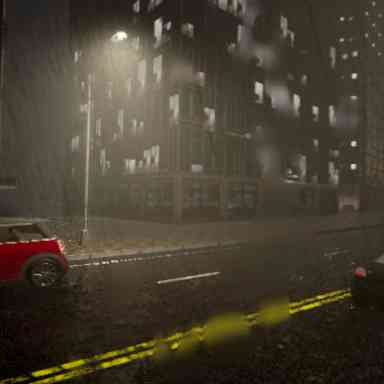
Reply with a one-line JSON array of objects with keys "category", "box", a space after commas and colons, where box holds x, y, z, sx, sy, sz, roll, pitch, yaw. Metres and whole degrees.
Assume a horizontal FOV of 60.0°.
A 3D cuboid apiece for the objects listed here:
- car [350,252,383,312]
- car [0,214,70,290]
[{"category": "car", "box": [5.168, 1.691, 6.925, 4.181, 1.385, 1.994, 1, -1, -35]}, {"category": "car", "box": [-5.379, 1.427, 7.825, 4.553, 1.767, 2.097, 1, -1, -34]}]
